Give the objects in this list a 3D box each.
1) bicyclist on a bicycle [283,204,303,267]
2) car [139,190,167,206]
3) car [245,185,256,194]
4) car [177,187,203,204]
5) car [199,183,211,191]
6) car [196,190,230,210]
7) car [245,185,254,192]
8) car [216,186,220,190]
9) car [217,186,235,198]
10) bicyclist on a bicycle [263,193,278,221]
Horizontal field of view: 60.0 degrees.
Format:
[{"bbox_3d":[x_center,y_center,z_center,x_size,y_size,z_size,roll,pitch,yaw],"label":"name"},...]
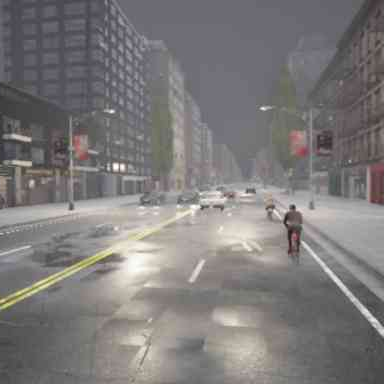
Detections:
[{"bbox_3d":[2.805,1.160,9.189,0.582,1.620,1.656,0,1,10],"label":"bicyclist on a bicycle"},{"bbox_3d":[-3.894,0.569,33.977,1.837,1.490,4.892,0,1,10],"label":"car"},{"bbox_3d":[10.727,-0.384,60.888,1.882,1.535,5.008,0,2,10],"label":"car"},{"bbox_3d":[-0.352,0.491,35.406,1.837,1.490,4.892,0,2,10],"label":"car"},{"bbox_3d":[2.960,-0.998,74.019,2.150,2.045,5.566,0,2,10],"label":"car"},{"bbox_3d":[1.870,0.780,27.938,1.895,1.301,4.718,0,2,10],"label":"car"},{"bbox_3d":[13.448,-0.833,77.553,2.033,1.411,5.357,0,2,10],"label":"car"},{"bbox_3d":[6.608,-0.679,76.090,1.895,1.301,4.718,0,2,10],"label":"car"},{"bbox_3d":[5.107,0.196,47.080,1.895,1.301,4.718,0,2,10],"label":"car"},{"bbox_3d":[4.527,0.841,19.185,0.866,1.612,1.509,0,2,9],"label":"bicyclist on a bicycle"}]
